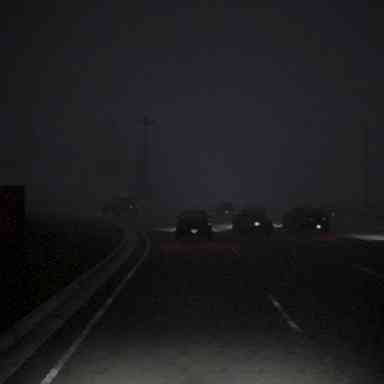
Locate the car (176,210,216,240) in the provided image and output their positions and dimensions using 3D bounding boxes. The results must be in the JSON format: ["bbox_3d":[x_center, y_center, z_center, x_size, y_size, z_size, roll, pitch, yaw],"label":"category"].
[{"bbox_3d":[0.098,1.704,18.200,1.812,1.442,4.674,0,-1,0],"label":"car"}]

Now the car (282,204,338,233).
[{"bbox_3d":[7.098,1.711,21.042,1.837,1.490,4.892,0,-1,0],"label":"car"}]

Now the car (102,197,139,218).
[{"bbox_3d":[-7.505,1.559,34.645,2.150,2.045,5.566,1,-1,-36],"label":"car"}]

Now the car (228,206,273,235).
[{"bbox_3d":[3.597,1.764,20.409,1.994,1.385,4.181,0,-1,0],"label":"car"}]

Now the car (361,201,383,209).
[{"bbox_3d":[27.968,2.013,49.864,4.674,1.442,1.812,0,0,34],"label":"car"}]

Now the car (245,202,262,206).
[{"bbox_3d":[7.082,1.896,37.955,1.812,1.442,4.674,0,-1,0],"label":"car"}]

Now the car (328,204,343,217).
[{"bbox_3d":[14.096,1.947,35.365,1.895,1.301,4.718,0,-1,0],"label":"car"}]

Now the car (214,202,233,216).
[{"bbox_3d":[3.596,1.866,36.996,1.837,1.490,4.892,0,-1,0],"label":"car"}]
